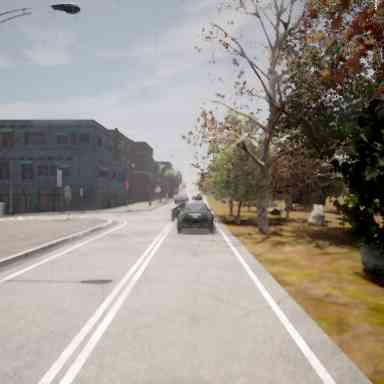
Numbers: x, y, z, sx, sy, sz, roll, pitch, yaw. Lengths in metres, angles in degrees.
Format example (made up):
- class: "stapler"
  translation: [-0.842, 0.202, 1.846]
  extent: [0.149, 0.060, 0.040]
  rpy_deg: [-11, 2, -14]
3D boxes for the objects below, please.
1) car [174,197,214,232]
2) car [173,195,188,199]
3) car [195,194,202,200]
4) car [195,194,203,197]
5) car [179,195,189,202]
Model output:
- class: "car"
  translation: [0.214, 1.400, 20.566]
  extent: [2.097, 1.767, 4.553]
  rpy_deg: [0, 0, 1]
- class: "car"
  translation: [-2.281, 1.496, 61.399]
  extent: [1.837, 1.490, 4.892]
  rpy_deg: [0, 0, 2]
- class: "car"
  translation: [1.839, 1.255, 87.605]
  extent: [1.812, 1.442, 4.674]
  rpy_deg: [0, 0, 2]
- class: "car"
  translation: [1.519, 1.427, 77.187]
  extent: [1.837, 1.490, 4.892]
  rpy_deg: [0, 0, 2]
- class: "car"
  translation: [-1.733, 1.471, 77.195]
  extent: [2.033, 1.411, 5.357]
  rpy_deg: [0, 0, 2]
